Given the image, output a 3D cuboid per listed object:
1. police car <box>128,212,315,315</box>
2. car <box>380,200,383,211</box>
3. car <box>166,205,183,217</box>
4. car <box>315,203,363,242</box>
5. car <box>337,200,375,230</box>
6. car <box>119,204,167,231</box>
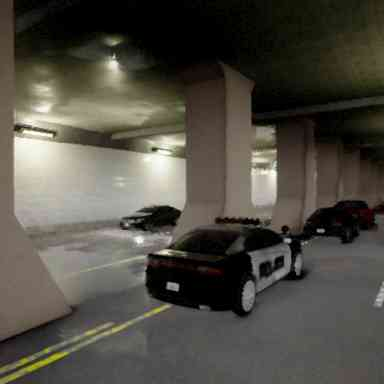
[{"bbox_3d":[1.140,1.403,7.818,1.930,1.638,5.238,0,0,35],"label":"police car"},{"bbox_3d":[22.466,1.396,37.346,1.994,1.385,4.181,0,0,36],"label":"car"},{"bbox_3d":[0.977,1.458,18.251,1.837,1.490,4.892,0,0,35],"label":"car"},{"bbox_3d":[6.748,1.465,15.964,1.812,1.442,4.674,0,0,35],"label":"car"},{"bbox_3d":[10.133,1.266,20.882,2.097,1.767,4.553,0,0,35],"label":"car"},{"bbox_3d":[-2.196,1.486,19.814,1.812,1.442,4.674,0,0,35],"label":"car"}]
